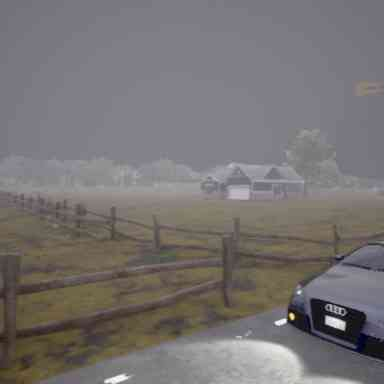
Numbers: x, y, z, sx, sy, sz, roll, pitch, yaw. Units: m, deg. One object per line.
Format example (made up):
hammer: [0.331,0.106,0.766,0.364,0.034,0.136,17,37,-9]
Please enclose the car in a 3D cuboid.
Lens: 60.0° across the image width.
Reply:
car: [3.531,1.571,5.616,4.181,1.385,1.994,0,0,-36]
